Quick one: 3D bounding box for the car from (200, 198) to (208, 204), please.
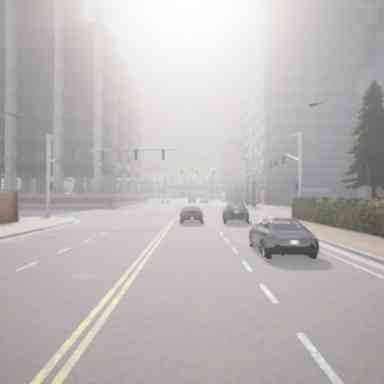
[{"bbox_3d":[3.511,2.514,93.271,1.812,1.442,4.674,0,-1,0],"label":"car"}]

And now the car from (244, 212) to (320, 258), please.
[{"bbox_3d":[3.522,1.708,13.423,1.994,1.385,4.181,0,-1,0],"label":"car"}]

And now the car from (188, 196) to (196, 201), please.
[{"bbox_3d":[0.011,2.212,93.011,2.150,2.045,5.566,0,-1,0],"label":"car"}]

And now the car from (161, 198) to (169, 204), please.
[{"bbox_3d":[-6.989,2.445,86.610,2.128,1.511,4.902,0,-1,0],"label":"car"}]

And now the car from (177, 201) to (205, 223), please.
[{"bbox_3d":[-0.131,1.811,28.481,1.837,1.490,4.892,0,0,-3],"label":"car"}]

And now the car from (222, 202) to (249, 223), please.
[{"bbox_3d":[3.685,1.654,28.400,2.097,1.767,4.553,0,-1,4],"label":"car"}]
